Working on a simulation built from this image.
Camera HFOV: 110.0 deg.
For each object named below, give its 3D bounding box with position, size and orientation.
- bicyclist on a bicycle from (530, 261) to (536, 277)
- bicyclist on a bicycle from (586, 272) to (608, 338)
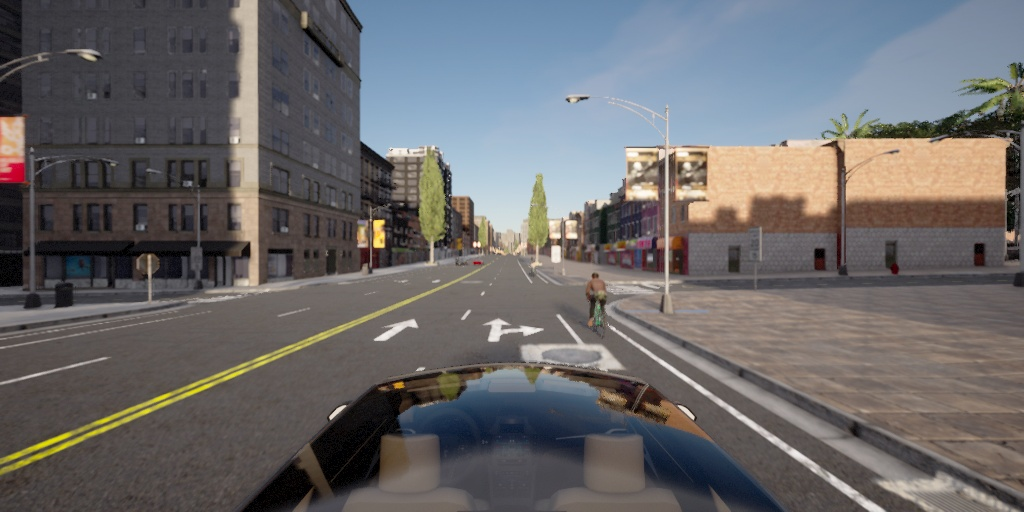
[{"bbox_3d":[2.233,1.345,37.199,0.866,1.612,1.509,0,0,0],"label":"bicyclist on a bicycle"},{"bbox_3d":[2.251,1.267,9.528,0.582,1.620,1.656,0,-1,0],"label":"bicyclist on a bicycle"}]
